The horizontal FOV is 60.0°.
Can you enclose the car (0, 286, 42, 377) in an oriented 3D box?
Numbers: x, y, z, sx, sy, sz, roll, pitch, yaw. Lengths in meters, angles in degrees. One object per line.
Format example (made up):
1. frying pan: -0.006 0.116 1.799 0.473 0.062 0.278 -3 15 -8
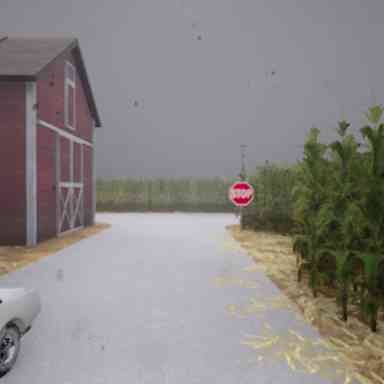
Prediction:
1. car: -3.193 1.620 2.800 1.895 1.301 4.718 0 0 0
